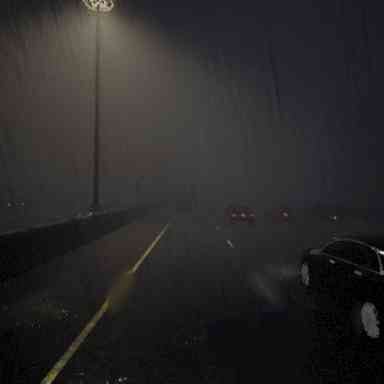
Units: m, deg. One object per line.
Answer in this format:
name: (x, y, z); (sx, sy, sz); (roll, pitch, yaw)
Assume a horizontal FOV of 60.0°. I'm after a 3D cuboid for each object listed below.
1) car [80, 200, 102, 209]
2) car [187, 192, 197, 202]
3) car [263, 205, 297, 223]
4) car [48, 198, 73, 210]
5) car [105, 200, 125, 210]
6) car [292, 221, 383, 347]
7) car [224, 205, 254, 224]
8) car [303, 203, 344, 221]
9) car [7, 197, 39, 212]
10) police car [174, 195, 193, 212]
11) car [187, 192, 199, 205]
car: (-14.080, 1.722, 46.403); (1.895, 1.301, 4.718); (0, 0, 0)
car: (0.005, 0.998, 73.998); (2.150, 2.045, 5.566); (0, 0, 0)
car: (7.101, 1.730, 27.160); (1.994, 1.385, 4.181); (0, 0, 0)
car: (-17.584, 1.622, 44.718); (2.128, 1.511, 4.902); (0, 0, 0)
car: (-10.581, 1.724, 46.007); (1.895, 1.301, 4.718); (0, 0, 0)
car: (3.600, 1.570, 6.416); (1.837, 1.490, 4.892); (0, 0, 0)
car: (3.601, 1.711, 26.075); (2.033, 1.411, 5.357); (0, 0, 0)
car: (10.601, 1.671, 27.071); (1.837, 1.490, 4.892); (0, 0, 0)
car: (-21.095, 1.497, 41.680); (2.097, 1.767, 4.553); (0, 0, 0)
police car: (-1.223, 1.571, 41.241); (1.930, 1.638, 5.238); (0, 0, 0)
car: (0.004, 1.246, 58.987); (2.150, 2.045, 5.566); (0, 1, 0)
